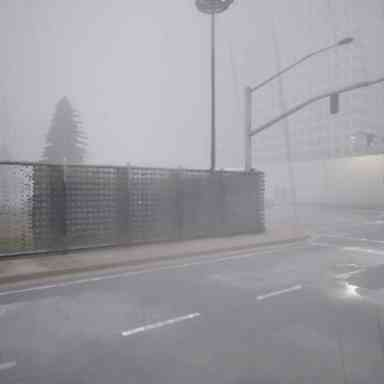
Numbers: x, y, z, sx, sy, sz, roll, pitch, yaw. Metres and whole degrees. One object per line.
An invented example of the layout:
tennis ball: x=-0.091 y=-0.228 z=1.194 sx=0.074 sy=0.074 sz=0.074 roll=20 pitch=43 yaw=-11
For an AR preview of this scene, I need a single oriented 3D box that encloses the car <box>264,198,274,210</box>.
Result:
car: x=7.730 y=1.358 z=40.659 sx=1.882 sy=1.535 sz=5.008 roll=0 pitch=0 yaw=-35
